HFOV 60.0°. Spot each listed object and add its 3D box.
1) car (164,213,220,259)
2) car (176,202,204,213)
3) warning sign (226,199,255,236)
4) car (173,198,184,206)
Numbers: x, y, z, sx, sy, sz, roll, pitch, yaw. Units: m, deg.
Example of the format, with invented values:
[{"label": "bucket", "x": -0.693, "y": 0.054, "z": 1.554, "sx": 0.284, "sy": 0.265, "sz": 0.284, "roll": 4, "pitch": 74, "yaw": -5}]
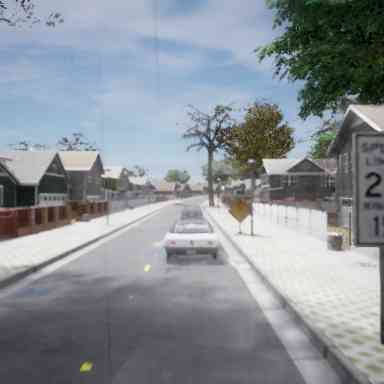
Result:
[{"label": "car", "x": 0.005, "y": 1.728, "z": 13.249, "sx": 1.895, "sy": 1.301, "sz": 4.718, "roll": 0, "pitch": 0, "yaw": 0}, {"label": "car", "x": -0.015, "y": 1.785, "z": 27.528, "sx": 2.033, "sy": 1.411, "sz": 5.357, "roll": 0, "pitch": 0, "yaw": 0}, {"label": "warning sign", "x": 2.494, "y": 1.277, "z": 17.249, "sx": 1.300, "sy": 1.860, "sz": 1.060, "roll": -1, "pitch": -1, "yaw": 0}, {"label": "car", "x": -2.574, "y": 1.947, "z": 64.625, "sx": 1.812, "sy": 1.442, "sz": 4.674, "roll": 0, "pitch": 0, "yaw": 2}]
